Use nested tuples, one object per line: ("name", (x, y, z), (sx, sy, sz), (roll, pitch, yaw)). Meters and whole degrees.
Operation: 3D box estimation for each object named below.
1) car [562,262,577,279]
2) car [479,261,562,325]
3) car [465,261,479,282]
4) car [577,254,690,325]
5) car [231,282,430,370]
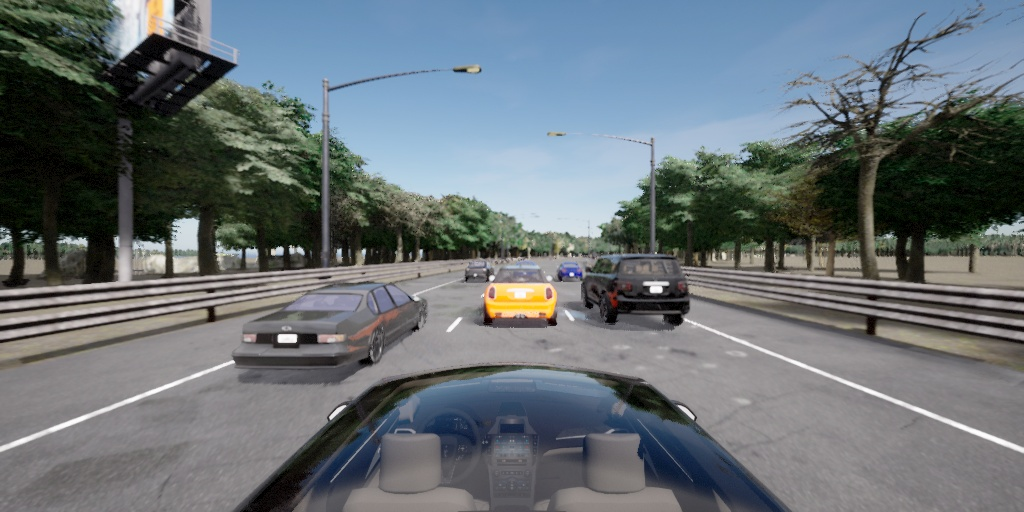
("car", (4.636, 1.207, 29.090), (1.812, 1.442, 4.674), (0, 0, 4))
("car", (0.284, 1.073, 11.893), (2.097, 1.767, 4.553), (0, 0, 1))
("car", (-2.456, 1.167, 28.120), (2.128, 1.511, 4.902), (0, 0, 4))
("car", (3.771, 0.947, 11.887), (2.150, 2.045, 5.566), (0, 0, 2))
("car", (-3.324, 1.276, 7.888), (2.033, 1.411, 5.357), (0, 0, 1))
